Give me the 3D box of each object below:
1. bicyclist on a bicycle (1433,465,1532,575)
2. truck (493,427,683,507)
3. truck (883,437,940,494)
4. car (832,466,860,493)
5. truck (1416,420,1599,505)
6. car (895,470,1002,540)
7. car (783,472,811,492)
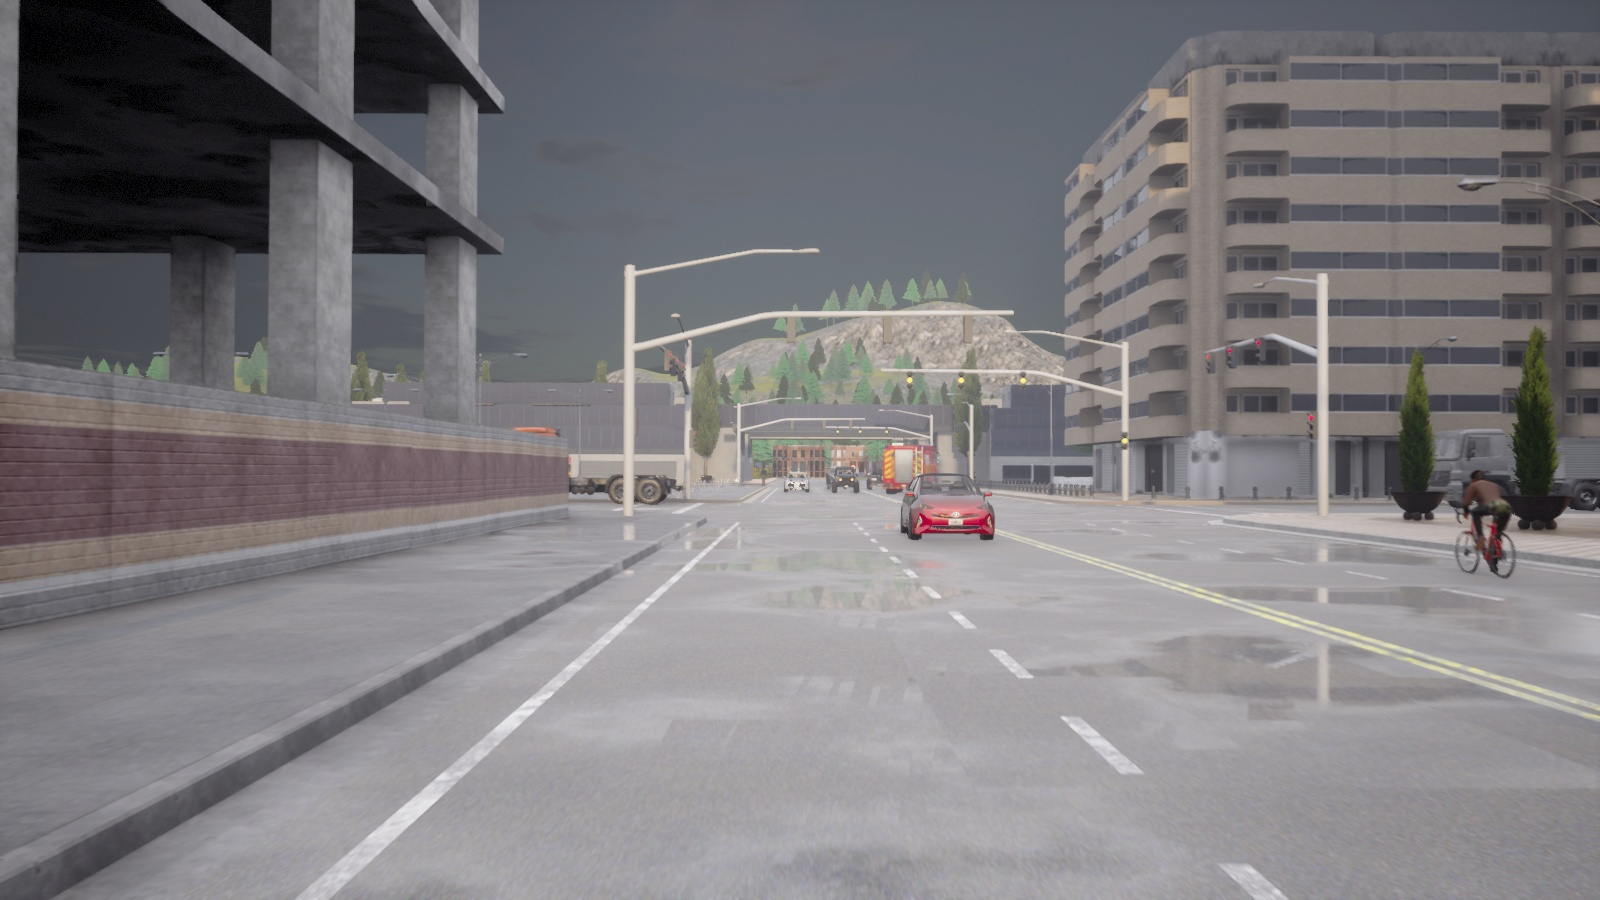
[{"bbox_3d":[10.453,1.049,19.296,0.582,1.620,1.656,0,-2,0],"label":"bicyclist on a bicycle"},{"bbox_3d":[-9.268,0.748,55.621,7.936,3.462,2.891,0,-1,0],"label":"truck"},{"bbox_3d":[8.004,1.117,89.465,2.891,3.827,8.468,0,-1,13],"label":"truck"},{"bbox_3d":[3.281,2.109,90.198,1.905,1.878,3.866,0,-1,0],"label":"car"},{"bbox_3d":[30.548,0.538,52.660,7.936,3.462,2.891,0,-1,0],"label":"truck"},{"bbox_3d":[3.427,1.248,29.822,2.007,1.525,4.514,0,-1,0],"label":"car"},{"bbox_3d":[-0.223,2.325,92.113,1.970,1.475,3.806,0,-1,0],"label":"car"}]
